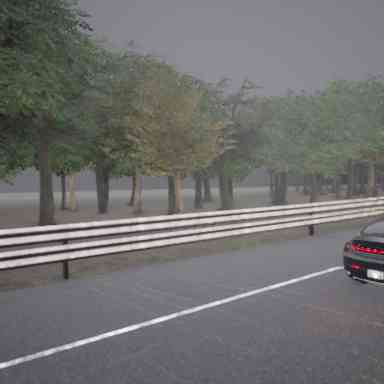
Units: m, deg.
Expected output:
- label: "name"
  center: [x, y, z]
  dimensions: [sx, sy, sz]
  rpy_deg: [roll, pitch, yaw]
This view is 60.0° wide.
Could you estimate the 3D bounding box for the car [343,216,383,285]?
- label: "car"
  center: [5.399, 1.217, 7.578]
  dimensions: [4.892, 1.490, 1.837]
  rpy_deg: [-2, 1, -35]
